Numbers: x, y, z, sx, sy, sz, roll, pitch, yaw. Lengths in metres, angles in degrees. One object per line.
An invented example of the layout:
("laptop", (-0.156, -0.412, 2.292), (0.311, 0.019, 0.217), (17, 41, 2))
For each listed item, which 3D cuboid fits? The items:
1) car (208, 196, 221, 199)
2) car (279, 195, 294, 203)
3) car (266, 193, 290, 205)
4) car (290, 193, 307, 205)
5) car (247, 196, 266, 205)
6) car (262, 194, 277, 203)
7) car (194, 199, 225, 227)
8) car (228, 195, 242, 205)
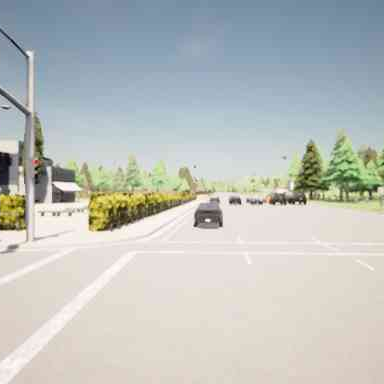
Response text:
("car", (3.842, 1.408, 56.285), (2.128, 1.511, 4.902), (0, 0, 5))
("car", (18.704, 1.408, 66.117), (1.837, 1.490, 4.892), (0, 0, 5))
("car", (14.309, 1.141, 55.447), (2.150, 2.045, 5.566), (0, 0, 5))
("car", (17.923, 1.139, 56.686), (2.150, 2.045, 5.566), (0, 0, 5))
("car", (10.890, 1.518, 56.567), (1.895, 1.301, 4.718), (0, 0, 5))
("car", (15.095, 1.257, 64.942), (2.097, 1.767, 4.553), (0, 0, 5))
("car", (1.176, 1.471, 22.728), (1.837, 1.490, 4.892), (0, 0, 5))
("car", (7.365, 1.394, 56.411), (1.882, 1.535, 5.008), (0, 0, 5))
